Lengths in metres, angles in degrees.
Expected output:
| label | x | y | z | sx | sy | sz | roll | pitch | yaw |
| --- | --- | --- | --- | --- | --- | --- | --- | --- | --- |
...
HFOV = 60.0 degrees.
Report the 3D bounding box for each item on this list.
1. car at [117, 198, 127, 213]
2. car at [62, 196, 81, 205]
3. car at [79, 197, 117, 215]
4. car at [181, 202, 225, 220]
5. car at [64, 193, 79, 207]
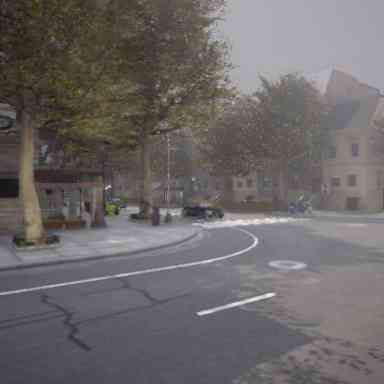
| label | x | y | z | sx | sy | sz | roll | pitch | yaw |
| --- | --- | --- | --- | --- | --- | --- | --- | --- | --- |
| car | -10.150 | 1.496 | 43.468 | 1.837 | 1.490 | 4.892 | 0 | 0 | -35 |
| car | -21.734 | 1.485 | 59.979 | 1.882 | 1.535 | 5.008 | 0 | 0 | -35 |
| car | -10.959 | 1.474 | 38.489 | 2.231 | 1.521 | 4.892 | 0 | 0 | -35 |
| car | 0.860 | 1.552 | 27.800 | 1.994 | 1.385 | 4.181 | 0 | 0 | -34 |
| car | -18.791 | 1.223 | 50.546 | 2.435 | 2.045 | 5.566 | 0 | 0 | -35 |
